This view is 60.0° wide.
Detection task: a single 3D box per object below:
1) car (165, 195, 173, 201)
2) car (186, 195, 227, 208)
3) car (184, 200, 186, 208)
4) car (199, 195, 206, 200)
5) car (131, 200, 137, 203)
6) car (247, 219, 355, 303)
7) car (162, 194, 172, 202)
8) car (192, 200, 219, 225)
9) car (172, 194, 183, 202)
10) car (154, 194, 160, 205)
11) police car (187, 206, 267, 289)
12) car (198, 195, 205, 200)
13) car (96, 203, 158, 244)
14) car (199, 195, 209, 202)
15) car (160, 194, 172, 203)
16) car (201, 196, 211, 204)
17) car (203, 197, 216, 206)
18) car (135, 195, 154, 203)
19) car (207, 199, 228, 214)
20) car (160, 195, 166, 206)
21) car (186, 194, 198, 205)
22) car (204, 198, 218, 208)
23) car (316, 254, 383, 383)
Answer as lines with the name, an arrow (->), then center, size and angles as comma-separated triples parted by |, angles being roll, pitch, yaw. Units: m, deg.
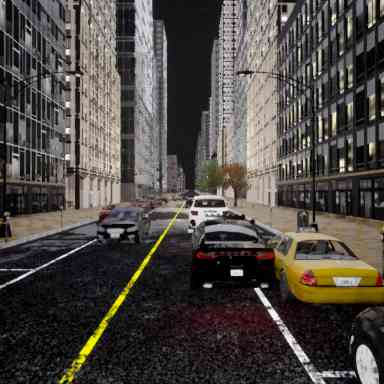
car -> -5.641, 1.408, 81.561 | 1.752, 1.417, 4.829 | 1, 0, 0
car -> 0.910, 1.218, 19.202 | 2.150, 2.045, 5.566 | 0, 0, 0
car -> 0.036, 1.467, 46.038 | 1.837, 1.490, 4.892 | 0, 0, 0
car -> 2.742, 1.410, 87.383 | 1.887, 1.381, 4.507 | 1, 0, 0
car -> -5.672, 1.533, 24.974 | 1.887, 1.381, 4.507 | 0, 0, 0
car -> 2.700, 1.524, 8.105 | 1.752, 1.417, 4.829 | 0, 0, 0
car -> -5.644, 1.338, 76.055 | 1.967, 1.590, 4.097 | 1, 0, 0
car -> 0.912, 1.466, 25.172 | 1.882, 1.535, 5.008 | 0, 0, 0
car -> -2.965, 1.457, 71.603 | 2.033, 1.411, 5.357 | 0, 0, 0
car -> -5.661, 1.284, 42.002 | 2.192, 1.841, 5.009 | 0, 0, 0
police car -> 0.904, 1.424, 9.282 | 1.930, 1.638, 5.238 | 0, 0, 0
car -> 2.745, 1.430, 93.056 | 1.802, 1.307, 4.206 | 1, 0, 0
car -> -3.093, 1.487, 15.813 | 2.128, 1.511, 4.902 | 0, 0, 0
car -> 2.736, 1.463, 76.033 | 1.947, 1.339, 4.313 | 1, 0, 0
car -> -5.649, 1.241, 64.704 | 2.192, 1.841, 5.009 | 1, 0, 0
car -> 2.730, 1.451, 64.853 | 1.752, 1.417, 4.829 | 1, 0, 0
car -> 2.724, 1.532, 53.333 | 1.802, 1.307, 4.206 | 1, 0, 0
car -> -5.665, 1.416, 36.327 | 1.967, 1.590, 4.097 | 0, 0, 0
car -> 2.715, 1.542, 36.310 | 1.947, 1.339, 4.313 | 0, 0, 0
car -> -5.657, 1.532, 53.352 | 1.802, 1.307, 4.206 | 1, 0, 0
car -> 0.030, 1.289, 59.625 | 2.097, 1.767, 4.553 | 0, 0, 0
car -> 2.720, 1.542, 47.659 | 1.802, 1.307, 4.206 | 1, 0, 0
car -> 2.696, 1.551, 2.259 | 2.008, 1.369, 4.403 | 0, 0, 0
